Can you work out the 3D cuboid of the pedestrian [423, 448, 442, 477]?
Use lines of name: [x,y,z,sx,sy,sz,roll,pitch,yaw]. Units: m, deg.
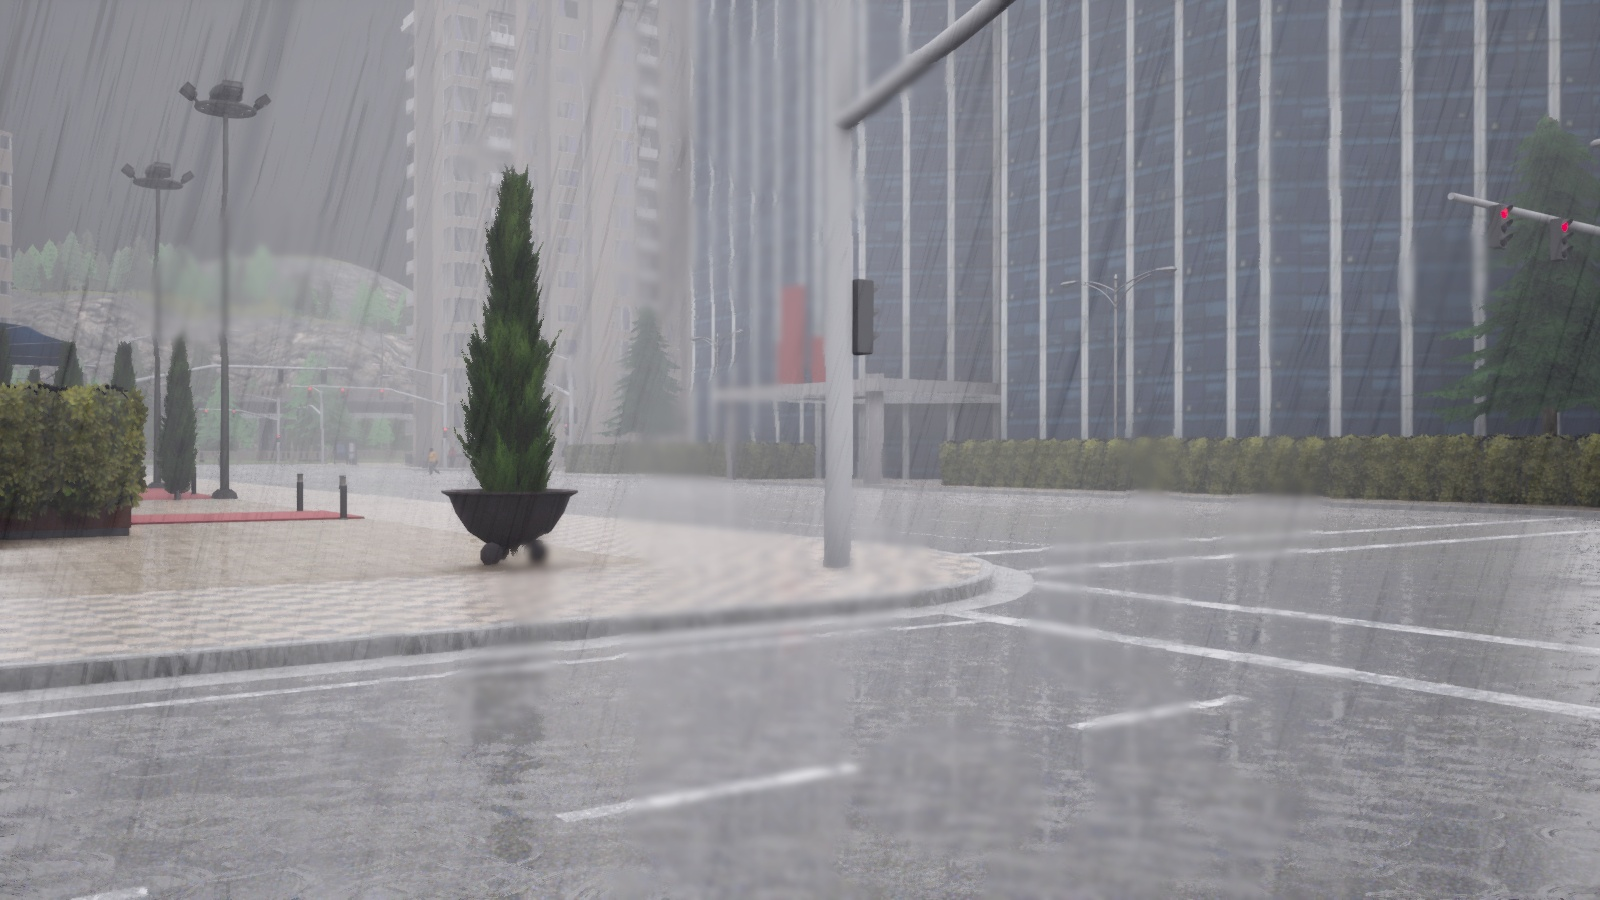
pedestrian: [-23.289,0.786,79.570,0.900,1.855,0.874,0,0,-34]
